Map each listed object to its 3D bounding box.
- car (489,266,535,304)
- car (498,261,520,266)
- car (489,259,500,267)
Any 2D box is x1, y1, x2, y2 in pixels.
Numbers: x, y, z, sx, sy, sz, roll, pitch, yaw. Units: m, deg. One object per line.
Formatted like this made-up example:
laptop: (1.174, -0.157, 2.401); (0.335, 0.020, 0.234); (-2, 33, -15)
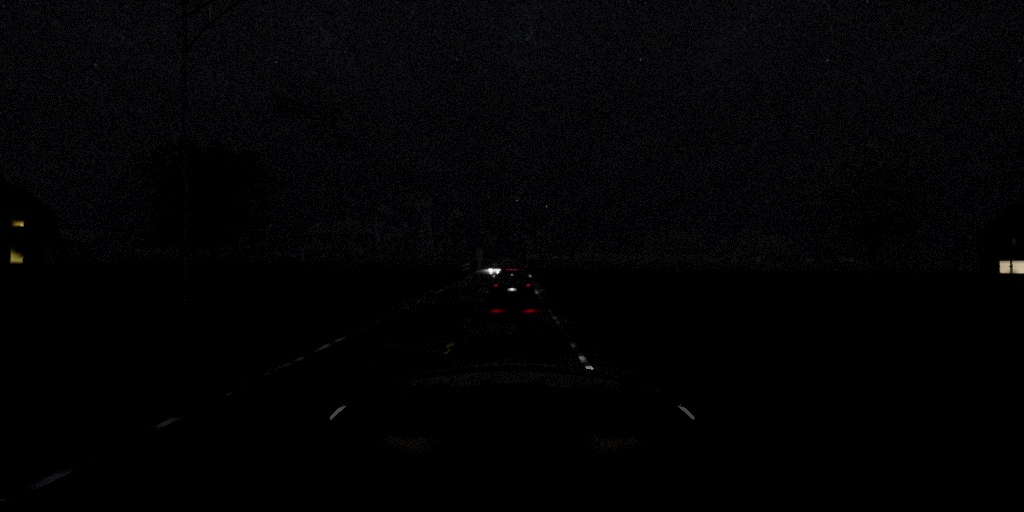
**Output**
car: (0.000, 1.327, 16.502); (1.994, 1.385, 4.181); (0, 0, 0)
car: (0.000, 1.279, 31.505); (1.837, 1.490, 4.892); (0, 0, 0)
car: (-2.750, 1.303, 59.461); (2.128, 1.511, 4.902); (0, 0, 0)
